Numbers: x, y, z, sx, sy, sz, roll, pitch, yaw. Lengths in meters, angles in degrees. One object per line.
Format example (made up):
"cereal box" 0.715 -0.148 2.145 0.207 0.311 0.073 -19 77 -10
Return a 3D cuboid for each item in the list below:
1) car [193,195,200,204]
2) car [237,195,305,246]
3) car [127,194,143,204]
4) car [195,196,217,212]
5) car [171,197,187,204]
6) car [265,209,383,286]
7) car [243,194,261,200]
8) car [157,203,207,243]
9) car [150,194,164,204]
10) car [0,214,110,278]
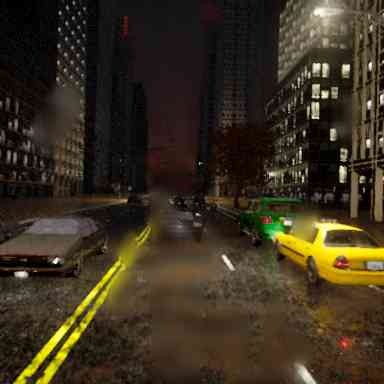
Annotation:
"car" 1.111 1.298 52.365 1.882 1.535 5.008 2 0 -2
"car" 3.578 1.271 15.483 2.150 2.045 5.566 2 0 -2
"car" -8.646 1.071 50.846 2.033 1.411 5.357 2 0 -2
"car" 1.714 1.497 38.272 1.895 1.301 4.718 2 0 -2
"car" -1.595 1.330 41.102 2.033 1.411 5.357 2 0 -3
"car" 3.806 1.533 9.648 1.801 1.575 5.366 2 0 -2
"car" 16.263 1.418 90.671 4.403 1.369 2.008 1 0 -3
"car" -0.572 1.479 15.838 1.994 1.385 4.181 2 0 -2
"car" -5.430 1.112 51.660 2.128 1.511 4.902 2 0 -2
"car" -3.784 1.388 9.861 2.033 1.411 5.357 2 0 -2
